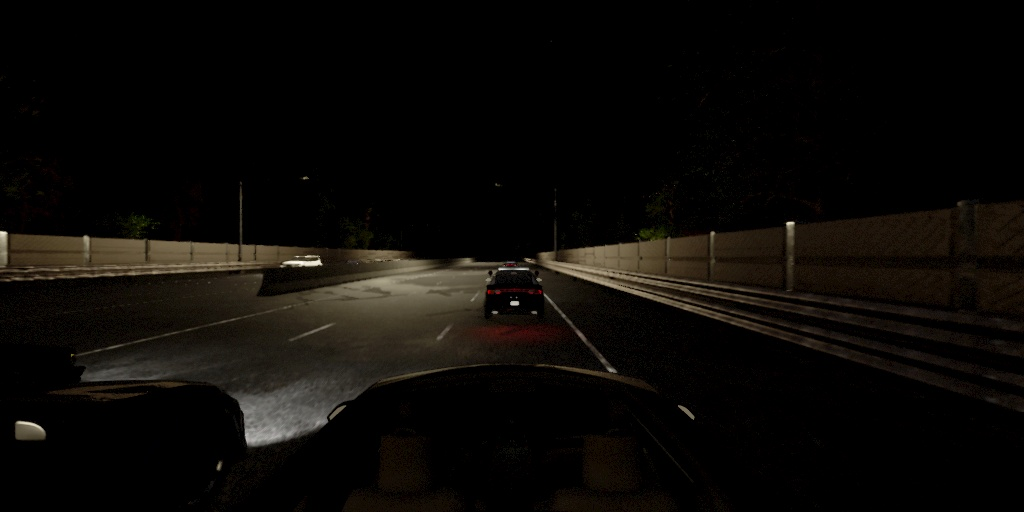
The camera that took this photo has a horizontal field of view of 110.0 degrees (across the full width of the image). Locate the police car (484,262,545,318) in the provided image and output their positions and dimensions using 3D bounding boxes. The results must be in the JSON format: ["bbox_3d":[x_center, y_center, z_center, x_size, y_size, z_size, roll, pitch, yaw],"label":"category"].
[{"bbox_3d":[0.066,1.177,13.068,1.930,1.638,5.238,0,0,0],"label":"police car"}]

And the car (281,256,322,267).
[{"bbox_3d":[-24.812,0.984,42.518,2.150,2.045,5.566,0,0,0],"label":"car"}]

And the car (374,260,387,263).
[{"bbox_3d":[-17.837,1.288,48.275,1.812,1.442,4.674,0,0,0],"label":"car"}]

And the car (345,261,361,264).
[{"bbox_3d":[-21.336,1.328,48.381,1.994,1.385,4.181,0,0,0],"label":"car"}]

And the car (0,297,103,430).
[{"bbox_3d":[-6.902,1.299,2.484,2.033,1.411,5.357,0,0,0],"label":"car"}]

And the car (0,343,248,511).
[{"bbox_3d":[-3.406,1.315,1.534,1.994,1.385,4.181,0,0,0],"label":"car"}]

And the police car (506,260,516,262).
[{"bbox_3d":[-0.136,1.262,44.020,2.038,1.542,4.974,0,0,0],"label":"police car"}]
